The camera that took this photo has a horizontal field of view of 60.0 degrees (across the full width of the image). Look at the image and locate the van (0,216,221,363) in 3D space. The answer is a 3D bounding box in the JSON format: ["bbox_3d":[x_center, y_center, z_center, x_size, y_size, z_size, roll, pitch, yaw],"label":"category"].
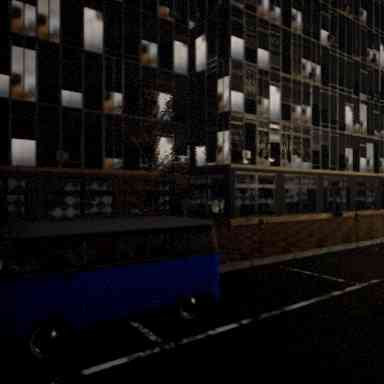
[{"bbox_3d":[-1.377,1.341,5.574,3.998,1.788,1.690,0,0,-35],"label":"van"}]
